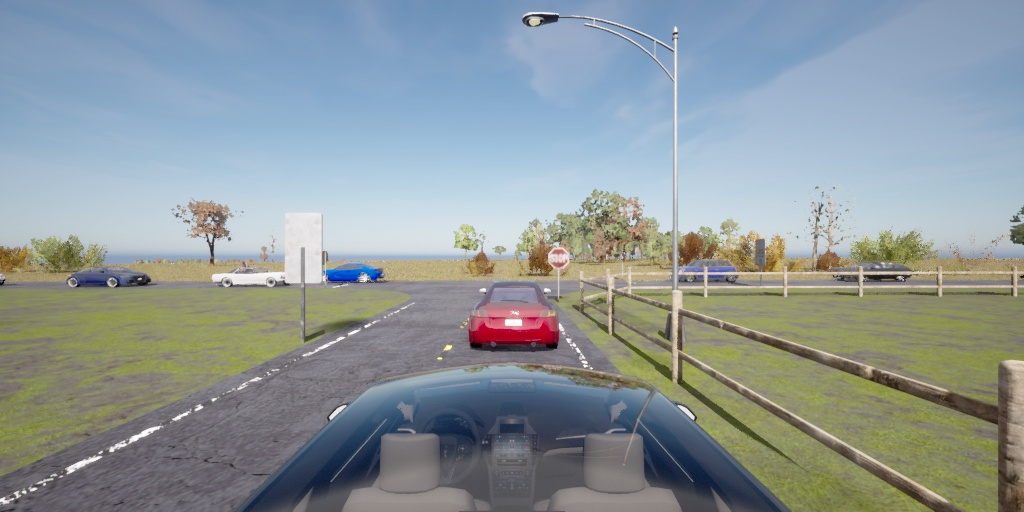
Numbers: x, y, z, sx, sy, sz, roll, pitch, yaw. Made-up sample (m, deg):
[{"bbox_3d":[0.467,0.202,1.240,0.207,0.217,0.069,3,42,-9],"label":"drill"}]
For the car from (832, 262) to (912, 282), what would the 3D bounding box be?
[{"bbox_3d":[26.962,1.176,26.974,4.902,1.511,2.128,0,0,0],"label":"car"}]

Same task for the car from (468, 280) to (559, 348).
[{"bbox_3d":[0.075,1.314,9.247,1.994,1.385,4.181,0,0,1],"label":"car"}]

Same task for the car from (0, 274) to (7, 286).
[{"bbox_3d":[-37.599,1.379,24.413,4.674,1.442,1.812,0,0,0],"label":"car"}]

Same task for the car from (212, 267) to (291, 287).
[{"bbox_3d":[-17.256,1.395,24.286,4.718,1.301,1.895,0,0,0],"label":"car"}]

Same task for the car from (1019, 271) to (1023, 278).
[{"bbox_3d":[41.818,1.218,26.854,5.357,1.411,2.033,0,0,1],"label":"car"}]

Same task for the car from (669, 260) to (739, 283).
[{"bbox_3d":[14.343,1.062,27.049,4.553,1.767,2.097,0,0,0],"label":"car"}]

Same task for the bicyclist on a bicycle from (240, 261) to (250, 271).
[{"bbox_3d":[-22.568,1.261,30.291,0.582,1.620,1.656,0,0,0],"label":"bicyclist on a bicycle"}]

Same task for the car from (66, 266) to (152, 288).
[{"bbox_3d":[-27.270,1.386,24.344,4.181,1.385,1.994,0,0,0],"label":"car"}]

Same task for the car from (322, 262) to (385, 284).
[{"bbox_3d":[-12.267,1.256,27.208,5.008,1.535,1.882,0,0,0],"label":"car"}]
